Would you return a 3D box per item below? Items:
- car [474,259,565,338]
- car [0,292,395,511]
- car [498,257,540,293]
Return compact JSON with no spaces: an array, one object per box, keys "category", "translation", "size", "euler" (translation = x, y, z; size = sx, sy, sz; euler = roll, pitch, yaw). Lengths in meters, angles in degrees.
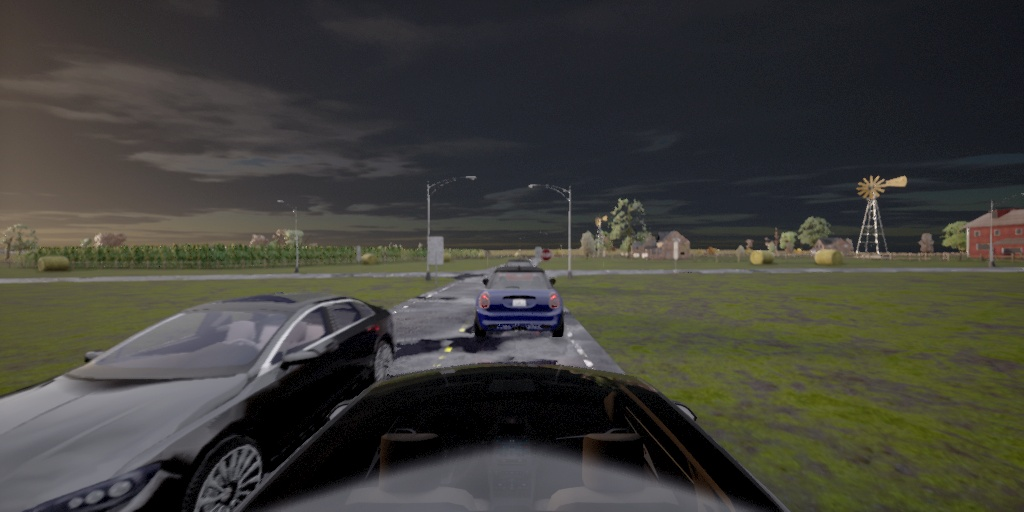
[{"category":"car","translation":[0.196,1.046,10.141],"size":[2.097,1.767,4.553],"euler":[0,0,1]},{"category":"car","translation":[-2.819,1.226,3.951],"size":[2.128,1.511,4.902],"euler":[0,0,0]},{"category":"car","translation":[0.406,0.975,20.323],"size":[2.097,1.767,4.553],"euler":[0,0,1]}]
